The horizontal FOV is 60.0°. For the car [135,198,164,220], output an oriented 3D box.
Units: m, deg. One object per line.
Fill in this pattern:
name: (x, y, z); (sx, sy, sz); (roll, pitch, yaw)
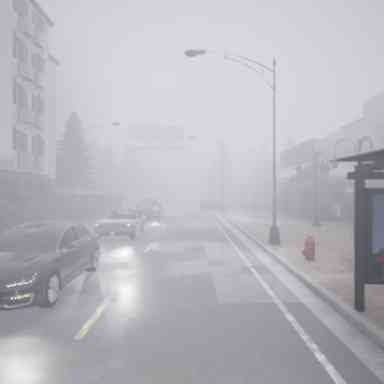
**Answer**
car: (-3.546, 1.307, 27.411); (2.097, 1.767, 4.553); (0, 0, 1)

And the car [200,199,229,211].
car: (2.997, 1.581, 42.765); (2.128, 1.511, 4.902); (0, 1, 37)

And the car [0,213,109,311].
car: (-3.597, 1.496, 7.977); (1.837, 1.490, 4.892); (0, 0, 0)

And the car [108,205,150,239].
car: (-3.588, 1.575, 17.243); (1.895, 1.301, 4.718); (0, 0, 0)
